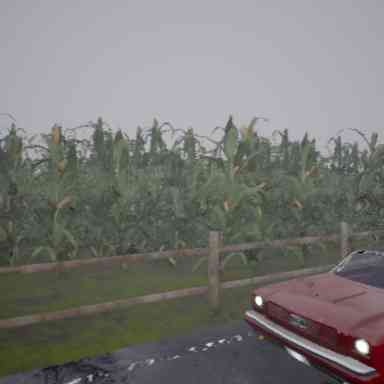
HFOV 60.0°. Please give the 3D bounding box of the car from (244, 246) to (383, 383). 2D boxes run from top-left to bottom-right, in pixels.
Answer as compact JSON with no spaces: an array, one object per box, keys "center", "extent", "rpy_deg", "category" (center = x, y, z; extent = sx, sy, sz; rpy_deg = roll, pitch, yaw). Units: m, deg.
[{"center":[3.093,1.547,4.884],"extent":[4.718,1.301,1.895],"rpy_deg":[0,1,-31],"category":"car"}]
